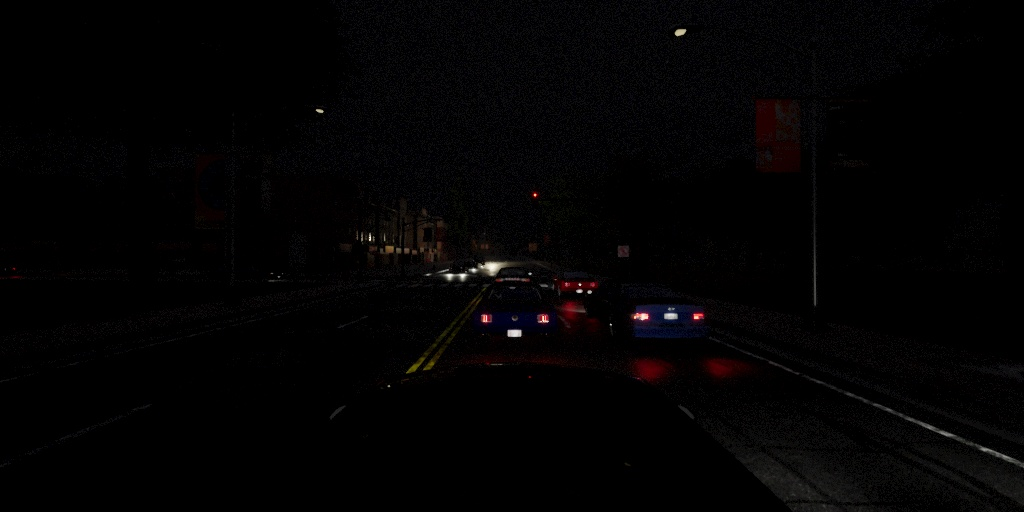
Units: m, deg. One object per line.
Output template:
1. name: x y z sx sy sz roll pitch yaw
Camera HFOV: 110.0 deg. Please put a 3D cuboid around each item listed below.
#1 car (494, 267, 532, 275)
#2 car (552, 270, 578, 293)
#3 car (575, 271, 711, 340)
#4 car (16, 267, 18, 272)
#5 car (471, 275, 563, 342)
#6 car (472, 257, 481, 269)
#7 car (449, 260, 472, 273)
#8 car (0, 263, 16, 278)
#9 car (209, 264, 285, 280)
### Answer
1. car: 0.044 1.314 19.216 1.882 1.535 5.008 0 0 0
2. car: 3.295 1.439 19.644 1.895 1.301 4.718 0 0 0
3. car: 3.328 1.321 10.000 2.033 1.411 5.357 0 0 0
4. car: -49.244 1.241 33.197 4.718 1.301 1.895 0 0 1
5. car: 0.078 1.374 9.875 1.895 1.301 4.718 0 0 0
6. car: -6.610 1.335 57.898 1.994 1.385 4.181 0 1 0
7. car: -6.621 1.340 45.130 1.882 1.535 5.008 0 0 1
8. car: -45.867 1.235 30.328 4.718 1.301 1.895 0 0 0
9. car: -22.336 1.354 30.283 5.357 1.411 2.033 1 0 0
